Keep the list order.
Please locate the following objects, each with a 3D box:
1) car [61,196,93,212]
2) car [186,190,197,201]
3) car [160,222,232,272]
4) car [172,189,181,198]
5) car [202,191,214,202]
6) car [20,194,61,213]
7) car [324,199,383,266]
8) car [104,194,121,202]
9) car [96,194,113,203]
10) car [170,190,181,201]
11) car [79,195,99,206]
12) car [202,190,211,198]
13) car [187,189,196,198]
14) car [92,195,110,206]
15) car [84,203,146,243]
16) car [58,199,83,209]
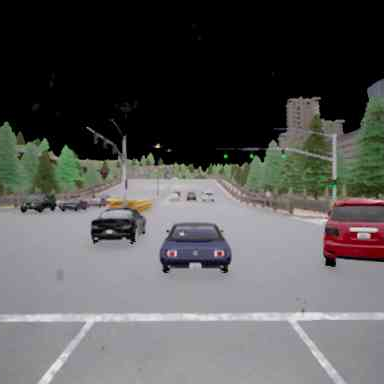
[{"bbox_3d":[-14.105,1.602,40.256,2.033,1.411,5.357,0,0,0],"label":"car"},{"bbox_3d":[-0.127,0.929,70.208,2.097,1.767,4.553,0,4,0],"label":"car"},{"bbox_3d":[0.096,1.616,10.780,1.895,1.301,4.718,0,0,0],"label":"car"},{"bbox_3d":[-3.685,0.272,80.378,2.128,1.511,4.902,0,7,0],"label":"car"},{"bbox_3d":[3.381,0.887,68.844,2.150,2.045,5.566,0,3,0],"label":"car"},{"bbox_3d":[-17.611,1.273,38.491,2.150,2.045,5.566,0,0,0],"label":"car"},{"bbox_3d":[5.794,1.240,11.184,2.150,2.045,5.566,-1,0,28],"label":"car"},{"bbox_3d":[-14.067,1.484,59.845,1.882,1.535,5.008,0,1,0],"label":"car"},{"bbox_3d":[-17.610,1.258,67.252,2.128,1.511,4.902,0,2,0],"label":"car"},{"bbox_3d":[-3.626,1.099,70.156,1.812,1.442,4.674,0,4,0],"label":"car"},{"bbox_3d":[-17.551,1.404,57.031,2.097,1.767,4.553,0,1,0],"label":"car"},{"bbox_3d":[3.321,0.456,79.304,1.895,1.301,4.718,0,7,0],"label":"car"},{"bbox_3d":[-0.185,0.272,80.399,2.128,1.511,4.902,0,7,0],"label":"car"},{"bbox_3d":[-14.087,1.593,49.660,1.812,1.442,4.674,0,0,0],"label":"car"},{"bbox_3d":[-3.404,1.500,16.189,1.882,1.535,5.008,0,0,0],"label":"car"},{"bbox_3d":[-17.590,1.666,48.255,1.895,1.301,4.718,0,0,0],"label":"car"}]
